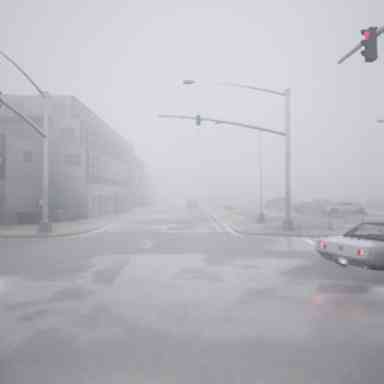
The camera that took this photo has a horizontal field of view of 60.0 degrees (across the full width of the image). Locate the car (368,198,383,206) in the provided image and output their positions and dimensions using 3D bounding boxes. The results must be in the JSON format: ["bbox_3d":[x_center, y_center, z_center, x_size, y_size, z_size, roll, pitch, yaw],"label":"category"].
[{"bbox_3d":[40.024,2.032,69.770,5.027,1.636,2.152,0,-1,0],"label":"car"}]

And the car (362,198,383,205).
[{"bbox_3d":[39.974,2.072,72.907,4.514,1.523,2.007,0,-1,0],"label":"car"}]

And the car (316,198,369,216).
[{"bbox_3d":[14.513,1.565,32.215,3.806,1.475,1.970,0,-1,0],"label":"car"}]

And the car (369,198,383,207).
[{"bbox_3d":[32.343,1.905,57.930,3.633,1.501,1.845,0,-1,0],"label":"car"}]

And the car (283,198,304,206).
[{"bbox_3d":[21.359,2.088,69.929,3.806,1.475,1.970,0,-1,0],"label":"car"}]

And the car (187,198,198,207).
[{"bbox_3d":[0.049,2.007,66.483,2.097,1.767,4.553,0,-1,0],"label":"car"}]

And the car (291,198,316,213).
[{"bbox_3d":[14.193,1.550,38.633,5.027,1.636,2.152,0,-1,0],"label":"car"}]

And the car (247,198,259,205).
[{"bbox_3d":[13.940,2.107,72.913,3.633,1.501,1.845,0,-1,0],"label":"car"}]

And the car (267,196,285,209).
[{"bbox_3d":[14.201,1.599,51.428,3.866,1.878,1.905,0,-1,0],"label":"car"}]

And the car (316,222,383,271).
[{"bbox_3d":[6.016,1.517,9.471,4.718,1.301,1.895,0,-1,-21],"label":"car"}]

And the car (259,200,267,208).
[{"bbox_3d":[13.791,1.648,54.333,4.605,1.855,1.932,0,-1,0],"label":"car"}]

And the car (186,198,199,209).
[{"bbox_3d":[0.137,1.907,56.357,2.097,1.767,4.553,0,-1,0],"label":"car"}]
